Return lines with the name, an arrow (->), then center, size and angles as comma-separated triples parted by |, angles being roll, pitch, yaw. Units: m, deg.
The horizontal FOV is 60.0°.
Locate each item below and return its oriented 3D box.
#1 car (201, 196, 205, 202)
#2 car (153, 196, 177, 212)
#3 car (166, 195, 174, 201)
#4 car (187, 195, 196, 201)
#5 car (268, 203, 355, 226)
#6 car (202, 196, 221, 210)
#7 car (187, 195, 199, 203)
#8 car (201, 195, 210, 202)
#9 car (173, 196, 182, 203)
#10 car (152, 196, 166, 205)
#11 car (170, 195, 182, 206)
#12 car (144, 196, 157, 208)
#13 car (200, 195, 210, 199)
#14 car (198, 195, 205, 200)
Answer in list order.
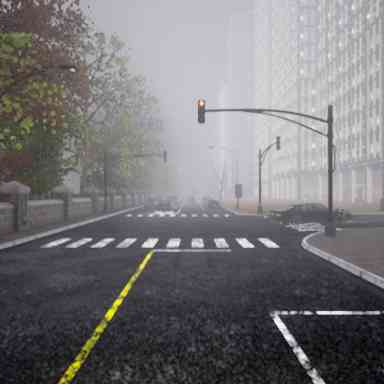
car -> 2.654, 1.565, 47.315 | 1.947, 1.339, 4.313 | 0, 0, 0
car -> -3.130, 1.560, 39.405 | 1.994, 1.385, 4.181 | 0, 0, 0
car -> -5.758, 1.578, 86.734 | 1.887, 1.381, 4.507 | 0, 0, 0
car -> -0.062, 1.438, 78.966 | 2.033, 1.411, 5.357 | 0, 0, 0
car -> 7.778, 1.404, 21.928 | 5.357, 1.411, 2.033 | -2, 0, -7
car -> 2.658, 1.564, 41.682 | 1.947, 1.339, 4.313 | 0, 0, 0
car -> -0.055, 1.539, 69.383 | 1.812, 1.442, 4.674 | 0, 0, 0
car -> 3.089, 1.547, 76.994 | 1.812, 1.442, 4.674 | 0, 0, 0
car -> -3.056, 1.537, 71.373 | 1.812, 1.442, 4.674 | 0, 0, 0
car -> -5.735, 1.445, 58.573 | 1.967, 1.590, 4.097 | 0, 0, 0
car -> -3.127, 1.355, 56.459 | 2.097, 1.767, 4.553 | 0, 0, 0
car -> -5.727, 1.581, 47.308 | 1.802, 1.307, 4.206 | 0, 0, 0
car -> 2.649, 1.568, 52.947 | 1.947, 1.339, 4.313 | 0, 0, 0
car -> 2.618, 1.591, 92.373 | 2.008, 1.369, 4.403 | 0, 0, 0
